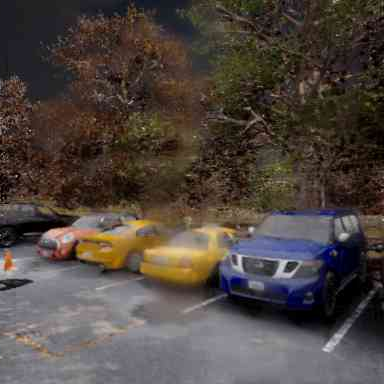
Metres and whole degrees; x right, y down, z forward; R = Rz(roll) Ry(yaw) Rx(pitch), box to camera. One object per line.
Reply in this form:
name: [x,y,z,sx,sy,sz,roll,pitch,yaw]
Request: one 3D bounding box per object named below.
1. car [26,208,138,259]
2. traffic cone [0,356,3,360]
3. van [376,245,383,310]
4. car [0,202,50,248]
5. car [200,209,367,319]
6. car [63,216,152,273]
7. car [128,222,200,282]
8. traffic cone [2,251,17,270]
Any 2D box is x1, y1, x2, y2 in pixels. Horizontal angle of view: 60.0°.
car: [-3.850,1.669,13.623,2.185,1.767,4.553,0,-2,37]
traffic cone: [-2.886,2.056,4.655,0.340,0.580,0.340,-1,-2,37]
van: [5.046,1.476,6.715,1.878,1.987,4.442,-1,-2,37]
car: [-8.301,1.556,16.990,2.435,2.045,5.566,0,-1,37]
car: [2.877,1.476,8.465,2.435,2.045,5.566,-1,-2,37]
car: [-1.652,1.775,11.911,2.097,1.535,5.008,0,-2,37]
car: [0.783,1.753,10.309,1.946,1.575,5.366,-1,-2,37]
traffic cone: [-5.862,2.178,10.664,0.340,0.580,0.340,0,-2,37]
